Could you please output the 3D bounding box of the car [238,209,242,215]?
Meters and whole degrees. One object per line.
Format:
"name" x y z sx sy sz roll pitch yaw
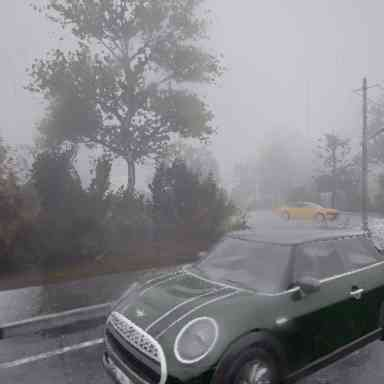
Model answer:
"car" 2.991 1.584 34.354 2.097 1.767 4.553 0 -1 -43

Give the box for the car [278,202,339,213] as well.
"car" 9.326 1.566 26.865 1.882 1.535 5.008 0 -1 -39

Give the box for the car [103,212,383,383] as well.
"car" 1.108 1.352 4.784 4.553 1.767 2.097 0 0 -36
